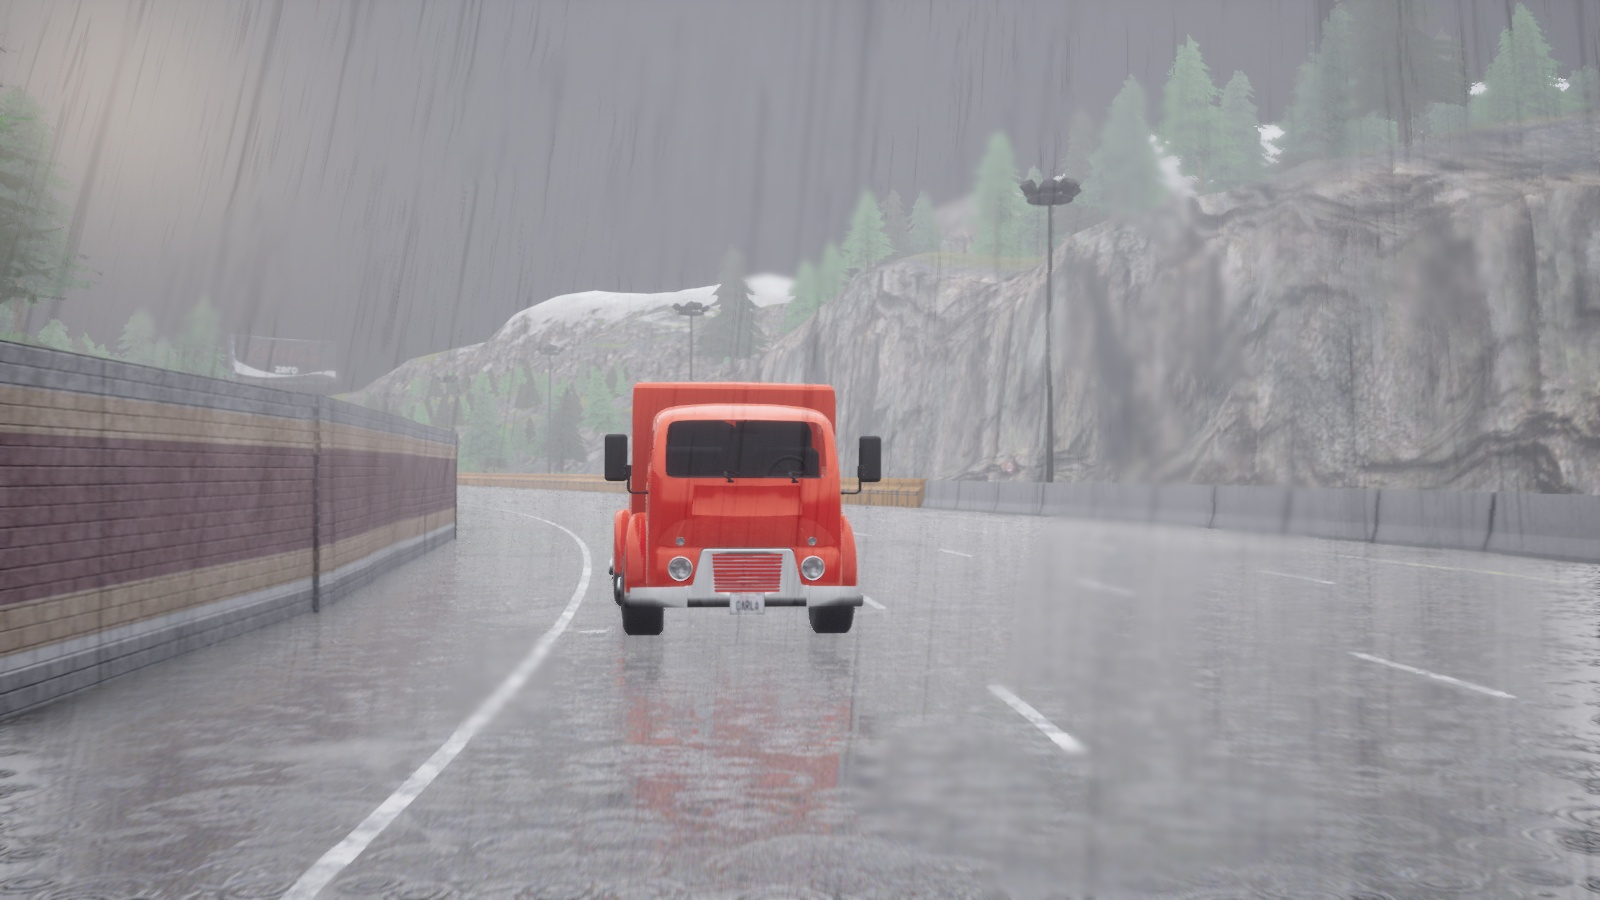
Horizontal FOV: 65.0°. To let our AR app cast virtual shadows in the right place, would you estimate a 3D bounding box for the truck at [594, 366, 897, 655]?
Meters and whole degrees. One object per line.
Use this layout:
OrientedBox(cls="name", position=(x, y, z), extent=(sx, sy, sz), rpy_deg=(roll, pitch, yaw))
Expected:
OrientedBox(cls="truck", position=(-0.754, 0.557, 13.469), extent=(2.627, 2.467, 5.204), rpy_deg=(0, -1, -7))
